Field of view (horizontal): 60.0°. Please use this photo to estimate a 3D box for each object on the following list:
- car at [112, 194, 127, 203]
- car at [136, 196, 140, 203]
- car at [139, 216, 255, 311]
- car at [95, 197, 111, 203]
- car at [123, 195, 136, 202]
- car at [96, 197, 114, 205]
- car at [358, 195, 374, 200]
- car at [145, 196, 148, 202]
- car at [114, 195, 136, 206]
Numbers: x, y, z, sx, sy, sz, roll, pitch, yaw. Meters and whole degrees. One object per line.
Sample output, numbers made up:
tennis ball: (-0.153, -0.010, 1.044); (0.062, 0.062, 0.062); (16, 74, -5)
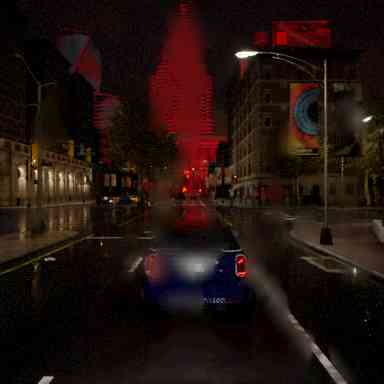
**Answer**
car: (-14.760, 1.352, 68.022); (2.097, 1.767, 4.553); (0, 0, 0)
car: (-11.296, 1.478, 65.885); (1.882, 1.535, 5.008); (0, 0, 1)
car: (0.102, 1.352, 7.902); (2.097, 1.767, 4.553); (0, 0, 0)
car: (-18.012, 1.595, 67.415); (1.895, 1.301, 4.718); (0, 0, 0)
car: (-14.723, 1.525, 78.423); (2.128, 1.511, 4.902); (0, 0, 0)
car: (-14.873, 1.547, 57.912); (2.033, 1.411, 5.357); (0, 0, 0)
car: (34.687, 1.481, 68.621); (2.231, 1.521, 4.892); (0, 0, 0)
car: (-11.232, 1.553, 75.758); (1.994, 1.385, 4.181); (0, 0, 0)
car: (-11.383, 1.526, 56.738); (1.812, 1.442, 4.674); (0, 0, 0)
